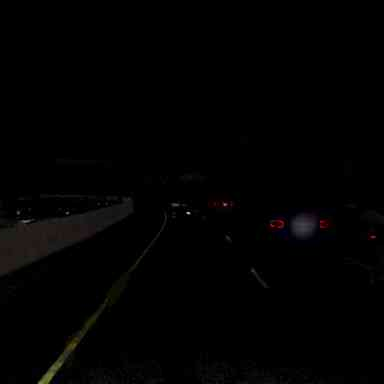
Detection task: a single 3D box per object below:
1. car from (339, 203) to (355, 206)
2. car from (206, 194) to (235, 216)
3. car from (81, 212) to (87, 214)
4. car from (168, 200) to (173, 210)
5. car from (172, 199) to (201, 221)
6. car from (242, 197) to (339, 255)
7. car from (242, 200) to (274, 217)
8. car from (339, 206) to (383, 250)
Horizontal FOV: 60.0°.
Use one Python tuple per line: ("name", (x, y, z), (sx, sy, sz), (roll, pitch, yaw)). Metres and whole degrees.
("car", (10.321, 1.488, 23.525), (1.882, 1.535, 5.008), (0, 0, -3))
("car", (2.730, 1.236, 32.575), (2.150, 2.045, 5.566), (0, 0, -5))
("car", (-11.505, 1.615, 32.408), (1.895, 1.301, 4.718), (0, 0, -6))
("car", (-2.033, 1.620, 43.095), (1.895, 1.301, 4.718), (0, 0, -8))
("car", (-0.404, 1.576, 27.279), (1.994, 1.385, 4.181), (0, 0, -4))
("car", (3.583, 1.228, 13.514), (2.150, 2.045, 5.566), (0, 0, 0))
("car", (6.253, 1.540, 32.214), (1.812, 1.442, 4.674), (0, 0, -5))
("car", (7.073, 1.532, 14.286), (1.812, 1.442, 4.674), (0, 0, 0))
